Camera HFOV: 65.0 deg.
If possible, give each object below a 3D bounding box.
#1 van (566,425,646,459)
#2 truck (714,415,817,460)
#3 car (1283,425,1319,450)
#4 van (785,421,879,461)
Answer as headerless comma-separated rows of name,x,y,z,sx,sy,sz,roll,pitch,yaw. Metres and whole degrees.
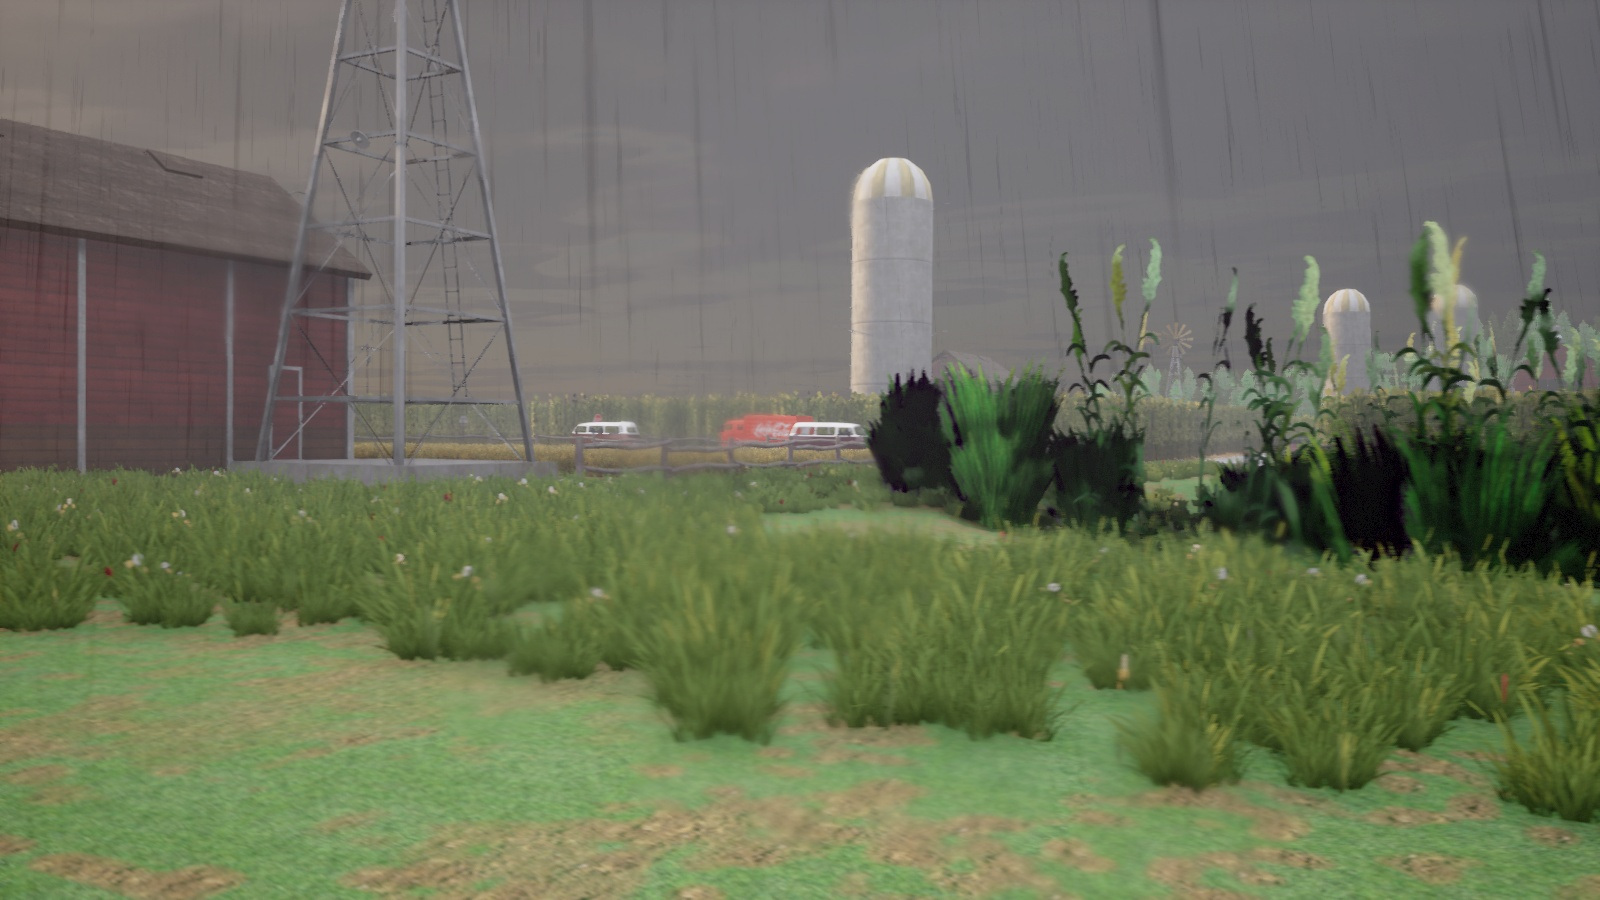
van,-11.941,-0.487,77.173,4.480,2.038,2.069,0,1,28
truck,-1.971,-0.720,71.876,5.204,2.467,2.627,0,1,28
car,34.311,-0.871,85.886,1.851,1.617,3.988,0,1,28
van,1.677,-0.467,66.434,4.480,2.038,2.069,0,1,28
